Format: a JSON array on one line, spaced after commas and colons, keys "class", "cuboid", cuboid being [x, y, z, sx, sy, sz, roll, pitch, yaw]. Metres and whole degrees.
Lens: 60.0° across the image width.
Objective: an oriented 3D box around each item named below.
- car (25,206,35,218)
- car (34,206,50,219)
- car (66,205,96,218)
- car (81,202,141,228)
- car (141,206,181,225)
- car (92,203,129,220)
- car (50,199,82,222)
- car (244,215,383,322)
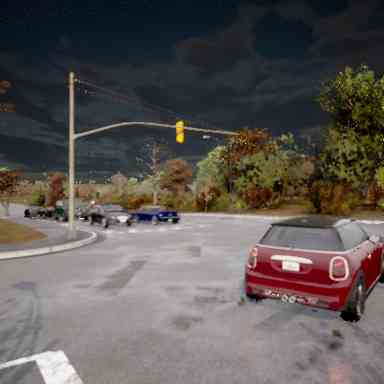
[{"class": "car", "cuboid": [-22.608, 2.769, 47.710, 2.097, 1.767, 4.553, 0, -3, -34]}, {"class": "car", "cuboid": [-16.812, 2.495, 39.156, 1.895, 1.301, 4.718, 0, -3, -34]}, {"class": "car", "cuboid": [-13.603, 2.408, 40.653, 2.033, 1.411, 5.357, 0, -3, -35]}, {"class": "car", "cuboid": [-5.697, 1.590, 22.875, 2.128, 1.511, 4.902, 0, -1, -34]}, {"class": "car", "cuboid": [-2.731, 1.692, 24.747, 1.895, 1.301, 4.718, 0, -1, -35]}, {"class": "car", "cuboid": [-8.047, 1.865, 32.521, 1.882, 1.535, 5.008, 0, -2, -34]}, {"class": "car", "cuboid": [-11.273, 1.638, 31.038, 2.150, 2.045, 5.566, 0, -2, -34]}, {"class": "car", "cuboid": [3.025, 1.338, 7.608, 2.097, 1.767, 4.553, 0, 0, 37]}]
